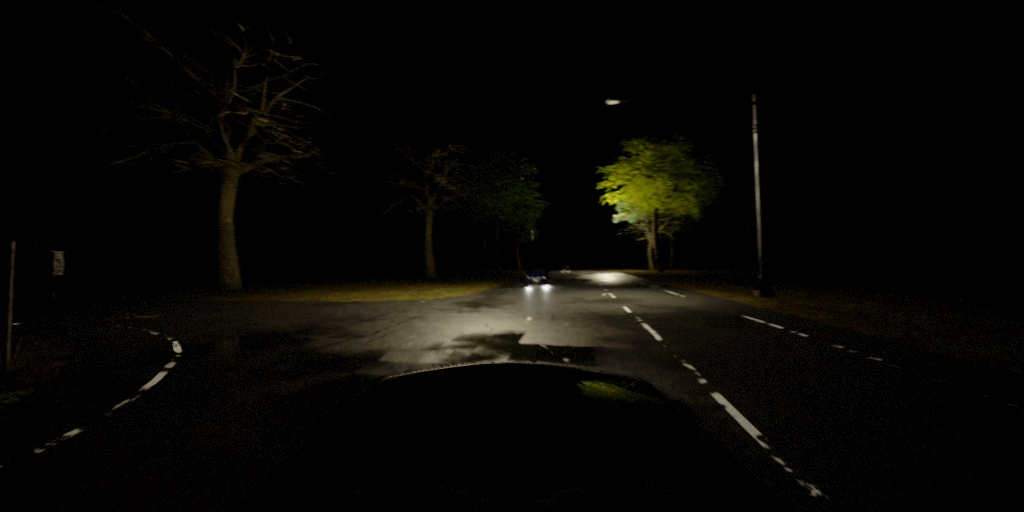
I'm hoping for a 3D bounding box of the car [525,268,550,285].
[{"bbox_3d":[2.404,1.819,32.407,1.812,1.442,4.674,-2,-1,10],"label":"car"}]
